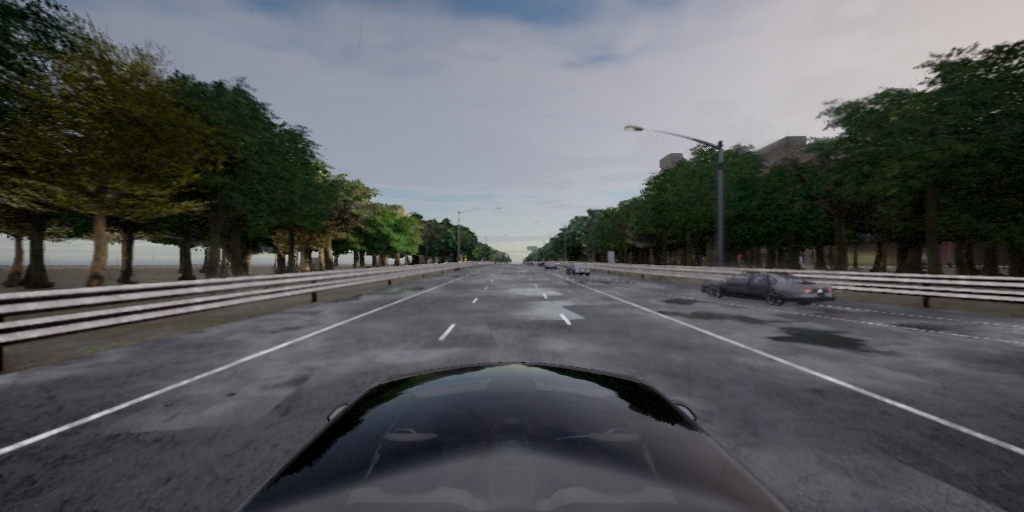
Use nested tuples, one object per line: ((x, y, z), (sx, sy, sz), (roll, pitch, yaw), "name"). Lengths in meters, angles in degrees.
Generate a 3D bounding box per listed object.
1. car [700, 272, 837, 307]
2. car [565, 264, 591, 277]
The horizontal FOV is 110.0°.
((11.357, 1.431, 16.450), (2.033, 1.411, 5.357), (0, 0, -16), "car")
((7.274, 1.576, 40.005), (2.033, 1.411, 5.357), (0, 0, -3), "car")
